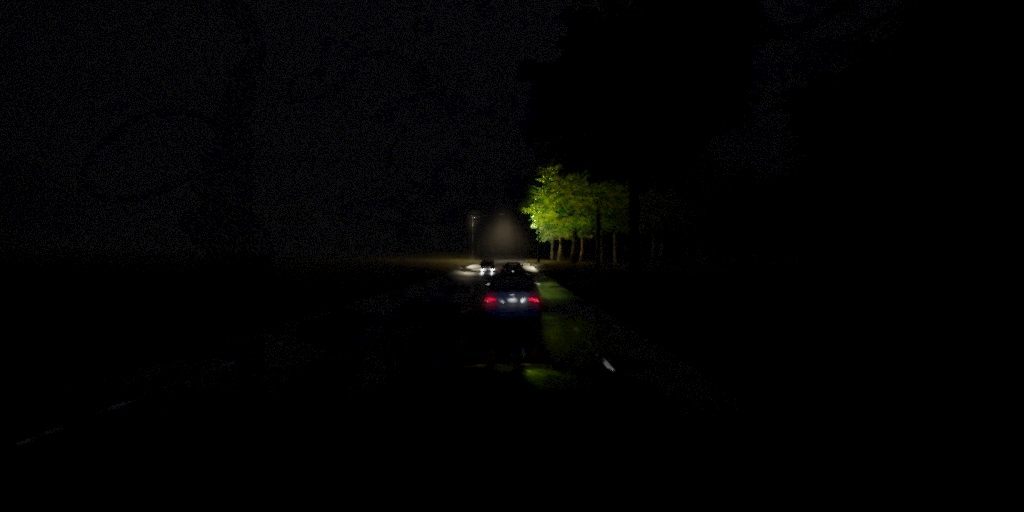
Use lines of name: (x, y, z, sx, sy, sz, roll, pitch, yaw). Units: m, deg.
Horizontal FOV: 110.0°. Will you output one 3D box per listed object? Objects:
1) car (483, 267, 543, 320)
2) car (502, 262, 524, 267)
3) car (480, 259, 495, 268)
car: (0.046, 1.289, 12.579, 2.033, 1.411, 5.357, 0, 0, 1)
car: (0.072, 1.224, 31.815, 1.994, 1.385, 4.181, 0, 0, 0)
car: (-3.585, 1.055, 52.893, 1.895, 1.301, 4.718, 0, 1, 0)
